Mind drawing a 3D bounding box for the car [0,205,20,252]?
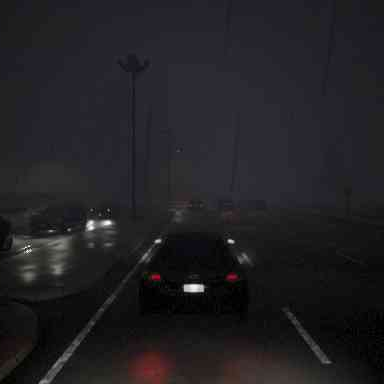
[{"bbox_3d":[-7.967,1.352,10.872,2.097,1.767,4.553,0,0,1],"label":"car"}]

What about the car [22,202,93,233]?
[{"bbox_3d":[-7.790,1.478,19.918,1.882,1.535,5.008,0,0,1],"label":"car"}]

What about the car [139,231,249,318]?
[{"bbox_3d":[0.054,1.564,7.517,1.994,1.385,4.181,0,0,1],"label":"car"}]

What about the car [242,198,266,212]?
[{"bbox_3d":[7.462,1.477,39.229,1.882,1.535,5.008,0,0,1],"label":"car"}]

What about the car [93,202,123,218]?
[{"bbox_3d":[-7.663,1.601,30.007,1.895,1.301,4.718,0,0,1],"label":"car"}]

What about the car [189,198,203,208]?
[{"bbox_3d":[0.582,1.563,49.987,1.994,1.385,4.181,0,0,1],"label":"car"}]

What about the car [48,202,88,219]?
[{"bbox_3d":[-11.160,1.601,30.308,1.895,1.301,4.718,0,0,1],"label":"car"}]

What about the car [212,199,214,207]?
[{"bbox_3d":[4.090,1.491,50.174,2.128,1.511,4.902,0,0,1],"label":"car"}]

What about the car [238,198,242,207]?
[{"bbox_3d":[7.578,1.564,49.714,1.994,1.385,4.181,0,0,1],"label":"car"}]

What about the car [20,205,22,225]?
[{"bbox_3d":[-11.285,1.526,20.369,1.812,1.442,4.674,0,0,1],"label":"car"}]

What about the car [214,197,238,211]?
[{"bbox_3d":[3.977,1.505,39.847,1.837,1.490,4.892,0,0,1],"label":"car"}]

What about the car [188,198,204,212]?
[{"bbox_3d":[0.470,1.547,39.638,2.033,1.411,5.357,0,0,1],"label":"car"}]
